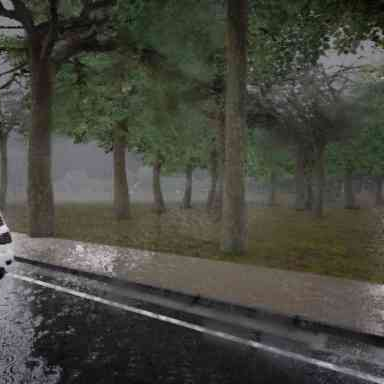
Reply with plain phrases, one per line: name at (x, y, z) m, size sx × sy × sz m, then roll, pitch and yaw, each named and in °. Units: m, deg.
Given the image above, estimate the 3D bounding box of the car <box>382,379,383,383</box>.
car at (3.372, 1.526, 1.277) m, size 4.674 × 1.442 × 1.812 m, roll 0°, pitch 0°, yaw 36°

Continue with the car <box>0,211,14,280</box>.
car at (-6.801, 1.226, 8.535) m, size 5.566 × 2.045 × 2.150 m, roll 0°, pitch 0°, yaw 35°
